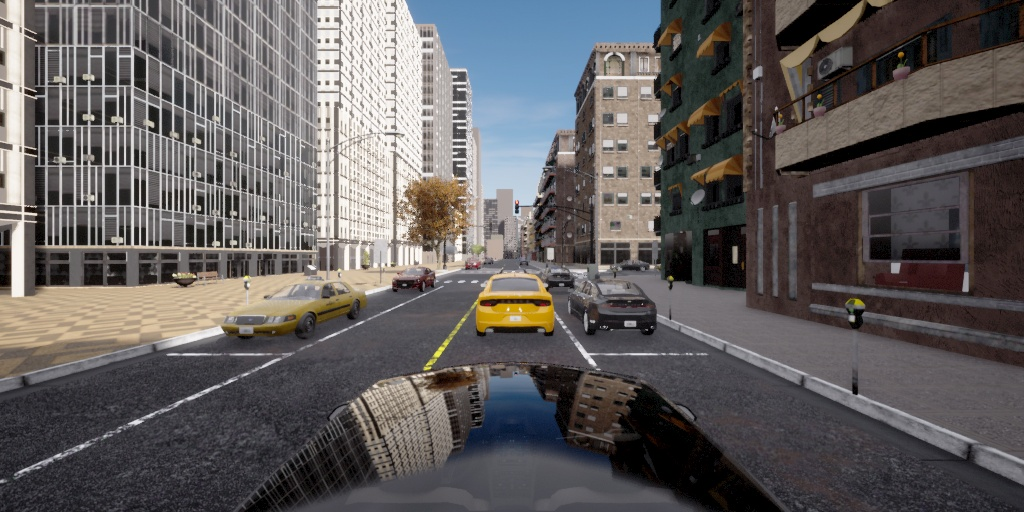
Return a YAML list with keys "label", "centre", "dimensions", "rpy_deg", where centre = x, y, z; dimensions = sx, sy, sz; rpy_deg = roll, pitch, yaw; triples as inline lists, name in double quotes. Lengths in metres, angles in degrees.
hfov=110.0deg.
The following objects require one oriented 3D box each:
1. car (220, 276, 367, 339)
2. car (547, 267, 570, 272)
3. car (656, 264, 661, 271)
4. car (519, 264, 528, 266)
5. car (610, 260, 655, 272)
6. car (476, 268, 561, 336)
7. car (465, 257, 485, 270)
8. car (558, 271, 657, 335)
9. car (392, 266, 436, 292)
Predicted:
- label: "car"
  centre: [-5.708, 1.276, 10.105]
  dimensions: [1.751, 1.417, 4.829]
  rpy_deg: [0, 0, 0]
- label: "car"
  centre: [2.650, 1.305, 21.357]
  dimensions: [2.007, 1.370, 4.403]
  rpy_deg: [0, 0, 0]
- label: "car"
  centre: [18.755, 1.006, 40.859]
  dimensions: [4.829, 1.417, 1.751]
  rpy_deg: [0, 0, -1]
- label: "car"
  centre: [0.063, 1.355, 20.664]
  dimensions: [1.895, 1.301, 4.718]
  rpy_deg: [0, 0, 0]
- label: "car"
  centre: [13.358, 1.109, 40.794]
  dimensions: [4.403, 1.370, 2.007]
  rpy_deg: [0, 0, -1]
- label: "car"
  centre: [0.072, 1.228, 10.385]
  dimensions: [1.882, 1.535, 5.008]
  rpy_deg: [0, 0, 0]
- label: "car"
  centre: [-5.793, 1.099, 53.728]
  dimensions: [2.192, 1.841, 5.009]
  rpy_deg: [0, 0, 0]
- label: "car"
  centre: [2.672, 1.301, 10.291]
  dimensions: [2.007, 1.370, 4.403]
  rpy_deg: [0, 0, 0]
- label: "car"
  centre: [-5.730, 1.300, 21.341]
  dimensions: [1.888, 1.381, 4.507]
  rpy_deg: [0, 0, 0]
